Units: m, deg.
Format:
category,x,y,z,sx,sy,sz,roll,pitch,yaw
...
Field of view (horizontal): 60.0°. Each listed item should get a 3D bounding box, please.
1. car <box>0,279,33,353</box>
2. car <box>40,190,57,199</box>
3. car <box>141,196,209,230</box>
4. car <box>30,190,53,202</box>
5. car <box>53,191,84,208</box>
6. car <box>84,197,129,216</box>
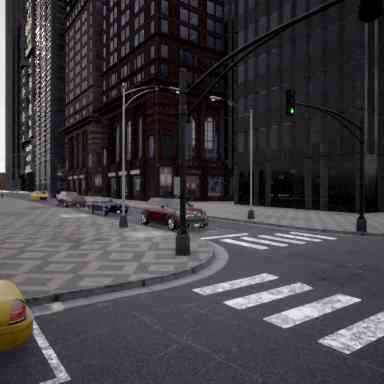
category,x,y,z,sx,sy,sz,roll,pitch,yaw
car,-4.393,1.525,3.515,4.829,1.417,1.752,0,0,-35
car,-24.719,0.467,57.124,1.812,1.442,4.674,0,1,-35
car,-1.055,1.073,18.841,2.097,1.767,4.553,0,1,-36
car,-21.982,0.582,48.034,1.882,1.535,5.008,0,1,-36
car,-12.607,0.711,34.873,2.097,1.767,4.553,0,1,-36
car,-6.827,1.138,26.845,1.895,1.301,4.718,0,1,-36
